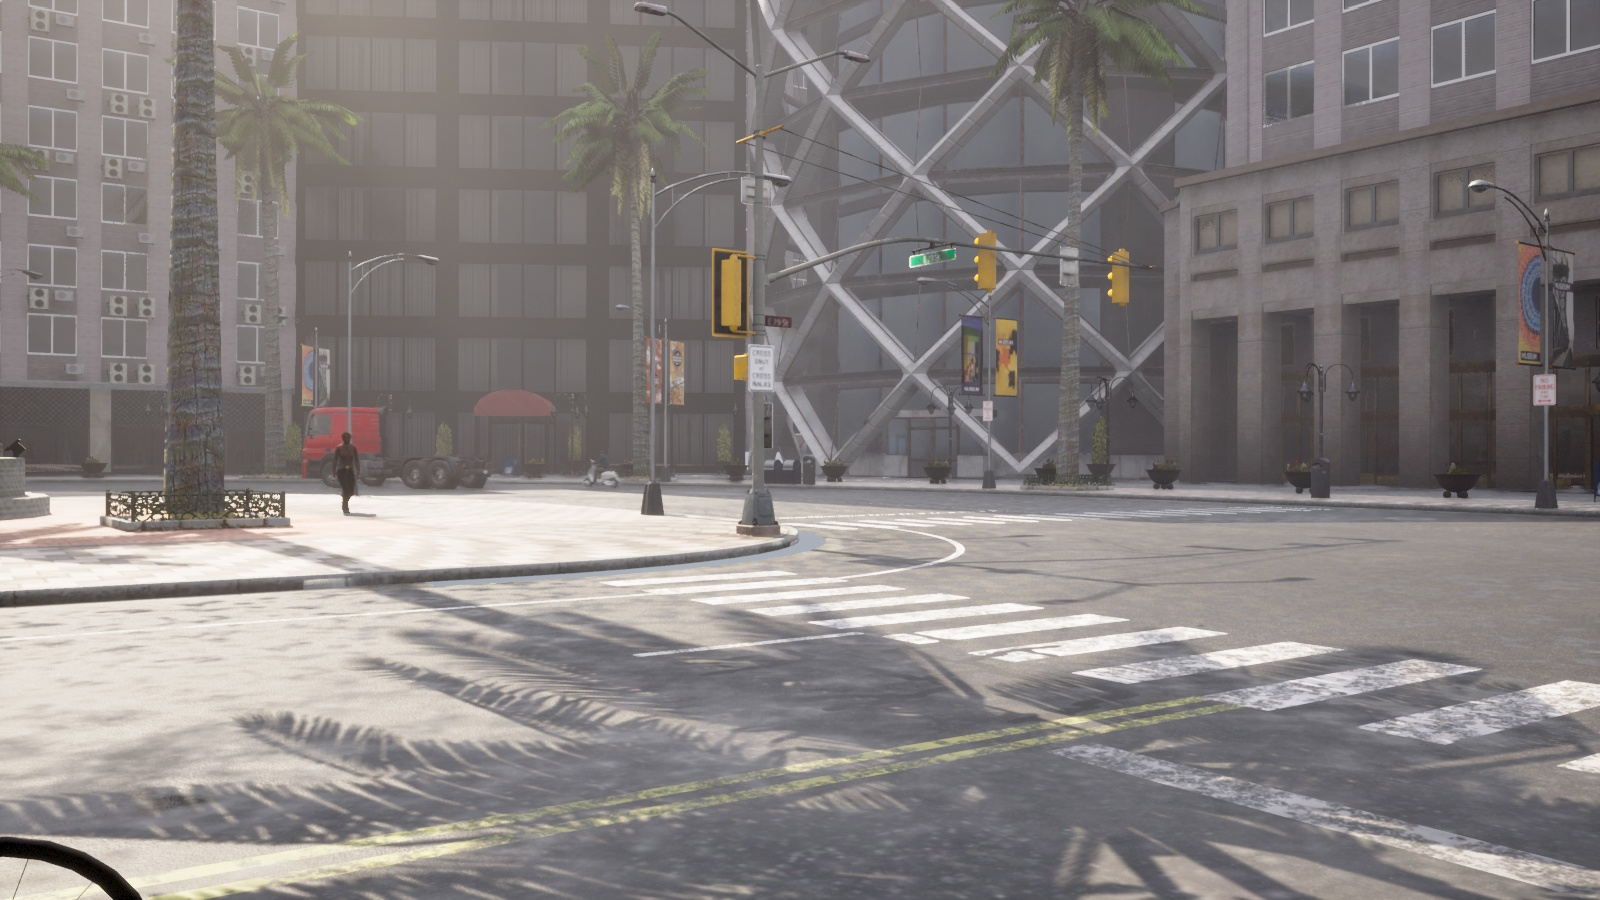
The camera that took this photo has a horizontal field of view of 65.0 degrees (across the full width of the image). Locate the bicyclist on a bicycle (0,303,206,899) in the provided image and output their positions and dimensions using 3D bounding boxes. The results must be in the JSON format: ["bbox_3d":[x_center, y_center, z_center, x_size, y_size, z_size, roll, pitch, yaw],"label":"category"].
[{"bbox_3d":[-2.110,0.625,2.206,1.843,1.776,0.659,0,0,-35],"label":"bicyclist on a bicycle"}]

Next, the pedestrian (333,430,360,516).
[{"bbox_3d":[-9.782,0.489,27.076,0.328,1.805,0.869,0,0,-36],"label":"pedestrian"}]

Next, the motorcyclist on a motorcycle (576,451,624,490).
[{"bbox_3d":[-8.361,0.845,52.569,1.817,1.590,0.866,0,0,27],"label":"motorcyclist on a motorcycle"}]

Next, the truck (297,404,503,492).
[{"bbox_3d":[-16.542,-0.075,51.986,7.936,3.462,2.891,0,0,18],"label":"truck"}]
